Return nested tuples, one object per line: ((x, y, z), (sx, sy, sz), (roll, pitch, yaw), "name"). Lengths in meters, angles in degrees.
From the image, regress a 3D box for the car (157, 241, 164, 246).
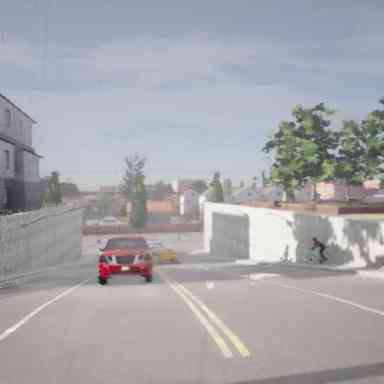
((-5.769, 9.098, 54.596), (2.150, 2.045, 5.566), (-1, -5, -8), "car")

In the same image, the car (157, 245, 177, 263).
((-2.794, 7.027, 36.854), (1.882, 1.535, 5.008), (0, -10, -10), "car")

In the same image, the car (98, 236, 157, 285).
((-3.000, 3.066, 15.483), (2.150, 2.045, 5.566), (0, -10, -9), "car")

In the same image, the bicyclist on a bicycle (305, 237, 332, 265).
((7.419, 3.499, 19.600), (1.656, 1.620, 0.582), (-1, -8, -8), "bicyclist on a bicycle")
